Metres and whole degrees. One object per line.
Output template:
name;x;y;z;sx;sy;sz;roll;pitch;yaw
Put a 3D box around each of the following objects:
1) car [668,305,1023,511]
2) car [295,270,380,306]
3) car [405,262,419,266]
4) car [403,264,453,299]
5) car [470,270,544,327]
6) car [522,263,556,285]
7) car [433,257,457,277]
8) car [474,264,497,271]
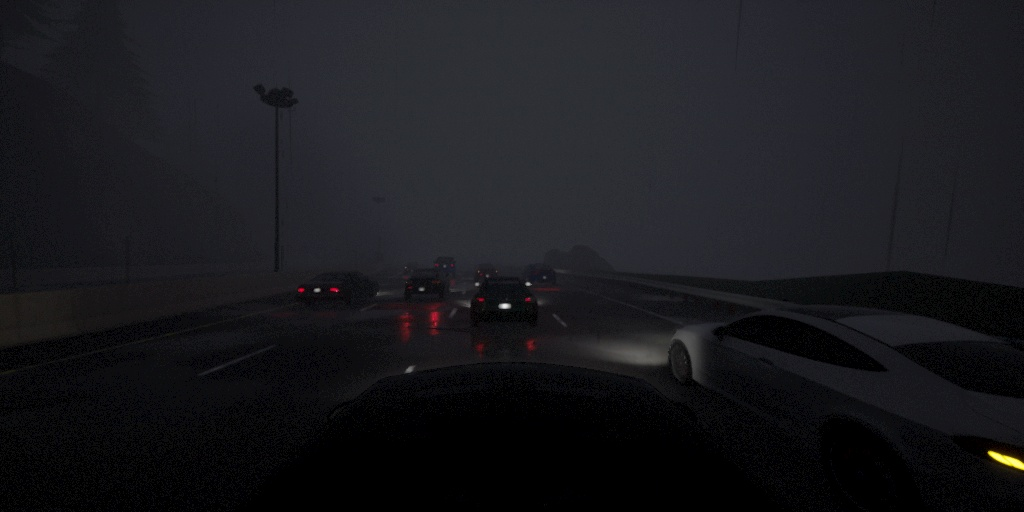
car;3.496;1.272;4.001;1.812;1.442;4.674;0;0;-1
car;-7.598;1.354;16.140;2.033;1.411;5.357;0;0;-4
car;-11.563;1.407;41.982;1.812;1.442;4.674;0;0;-12
car;-4.292;1.329;18.511;1.812;1.442;4.674;0;0;-5
car;-0.295;1.340;11.771;1.994;1.385;4.181;0;0;-3
car;1.867;1.284;26.355;1.882;1.535;5.008;0;0;-7
car;-6.929;1.078;37.077;2.150;2.045;5.566;0;0;-10
car;-2.231;1.353;30.349;1.812;1.442;4.674;0;0;-9
